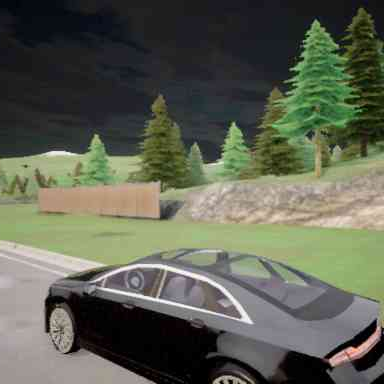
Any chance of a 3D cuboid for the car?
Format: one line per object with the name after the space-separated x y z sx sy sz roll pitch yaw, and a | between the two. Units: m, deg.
-0.137 1.535 4.474 4.902 1.511 2.128 -1 -1 39 | car
